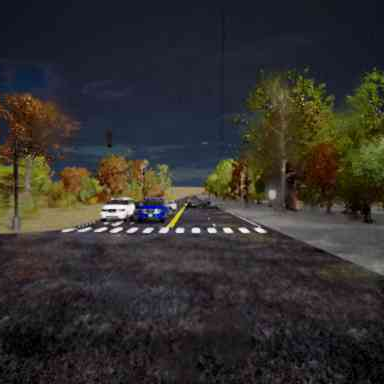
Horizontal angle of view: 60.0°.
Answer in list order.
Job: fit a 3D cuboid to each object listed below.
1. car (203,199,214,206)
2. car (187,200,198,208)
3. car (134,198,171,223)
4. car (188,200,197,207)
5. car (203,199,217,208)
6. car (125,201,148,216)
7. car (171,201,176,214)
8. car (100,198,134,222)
[{"bbox_3d":[3.358,2.181,69.648,2.033,1.411,5.357,0,-1,0],"label":"car"},{"bbox_3d":[0.136,2.198,60.174,1.994,1.385,4.181,0,-1,0],"label":"car"},{"bbox_3d":[-3.306,1.528,29.046,2.150,2.045,5.566,0,-1,0],"label":"car"},{"bbox_3d":[0.109,2.334,69.996,1.895,1.301,4.718,0,-1,0],"label":"car"},{"bbox_3d":[3.372,2.090,59.500,2.128,1.511,4.902,0,-2,0],"label":"car"},{"bbox_3d":[-6.536,1.898,39.728,1.882,1.535,5.008,0,-1,0],"label":"car"},{"bbox_3d":[-3.287,2.010,38.806,1.895,1.301,4.718,0,-1,0],"label":"car"},{"bbox_3d":[-6.555,1.541,30.042,2.150,2.045,5.566,0,-1,0],"label":"car"}]
